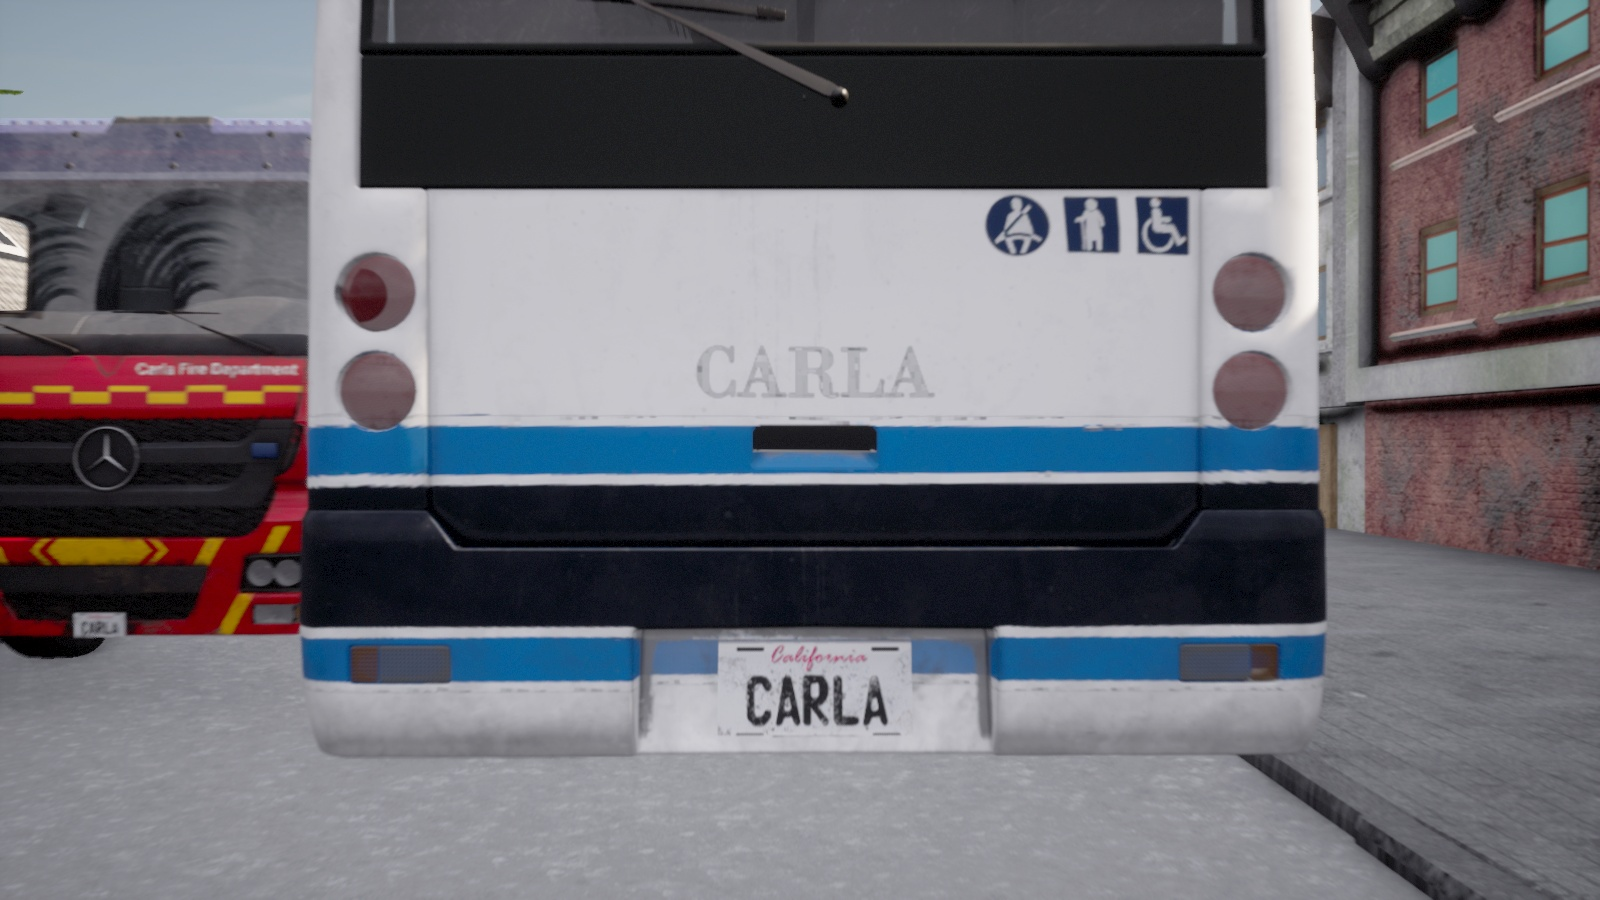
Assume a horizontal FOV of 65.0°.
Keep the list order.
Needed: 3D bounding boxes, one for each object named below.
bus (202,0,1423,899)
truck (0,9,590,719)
[{"bbox_3d":[0.010,-0.682,9.196,3.944,4.253,10.273,0,0,0],"label":"bus"},{"bbox_3d":[-3.993,-0.483,11.010,2.891,3.827,8.468,0,0,0],"label":"truck"}]
